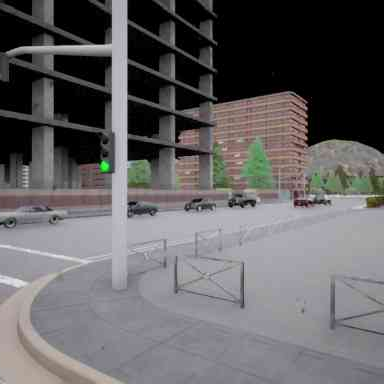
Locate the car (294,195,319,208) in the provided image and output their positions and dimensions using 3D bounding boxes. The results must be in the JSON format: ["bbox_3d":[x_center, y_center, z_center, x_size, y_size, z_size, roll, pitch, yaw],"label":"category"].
[{"bbox_3d":[15.982,1.422,47.211,1.882,1.535,5.008,0,0,35],"label":"car"}]

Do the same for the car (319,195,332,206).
[{"bbox_3d":[21.682,1.297,55.250,2.097,1.767,4.553,0,0,35],"label":"car"}]

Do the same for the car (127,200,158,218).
[{"bbox_3d":[-5.019,1.470,30.004,1.812,1.442,4.674,0,0,36],"label":"car"}]

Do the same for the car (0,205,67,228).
[{"bbox_3d":[-10.795,1.545,21.872,1.895,1.301,4.718,0,0,35],"label":"car"}]

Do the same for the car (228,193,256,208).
[{"bbox_3d":[7.200,1.166,47.180,2.150,2.045,5.566,0,0,35],"label":"car"}]

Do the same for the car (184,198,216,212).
[{"bbox_3d":[0.976,1.449,38.468,1.837,1.490,4.892,0,0,35],"label":"car"}]
